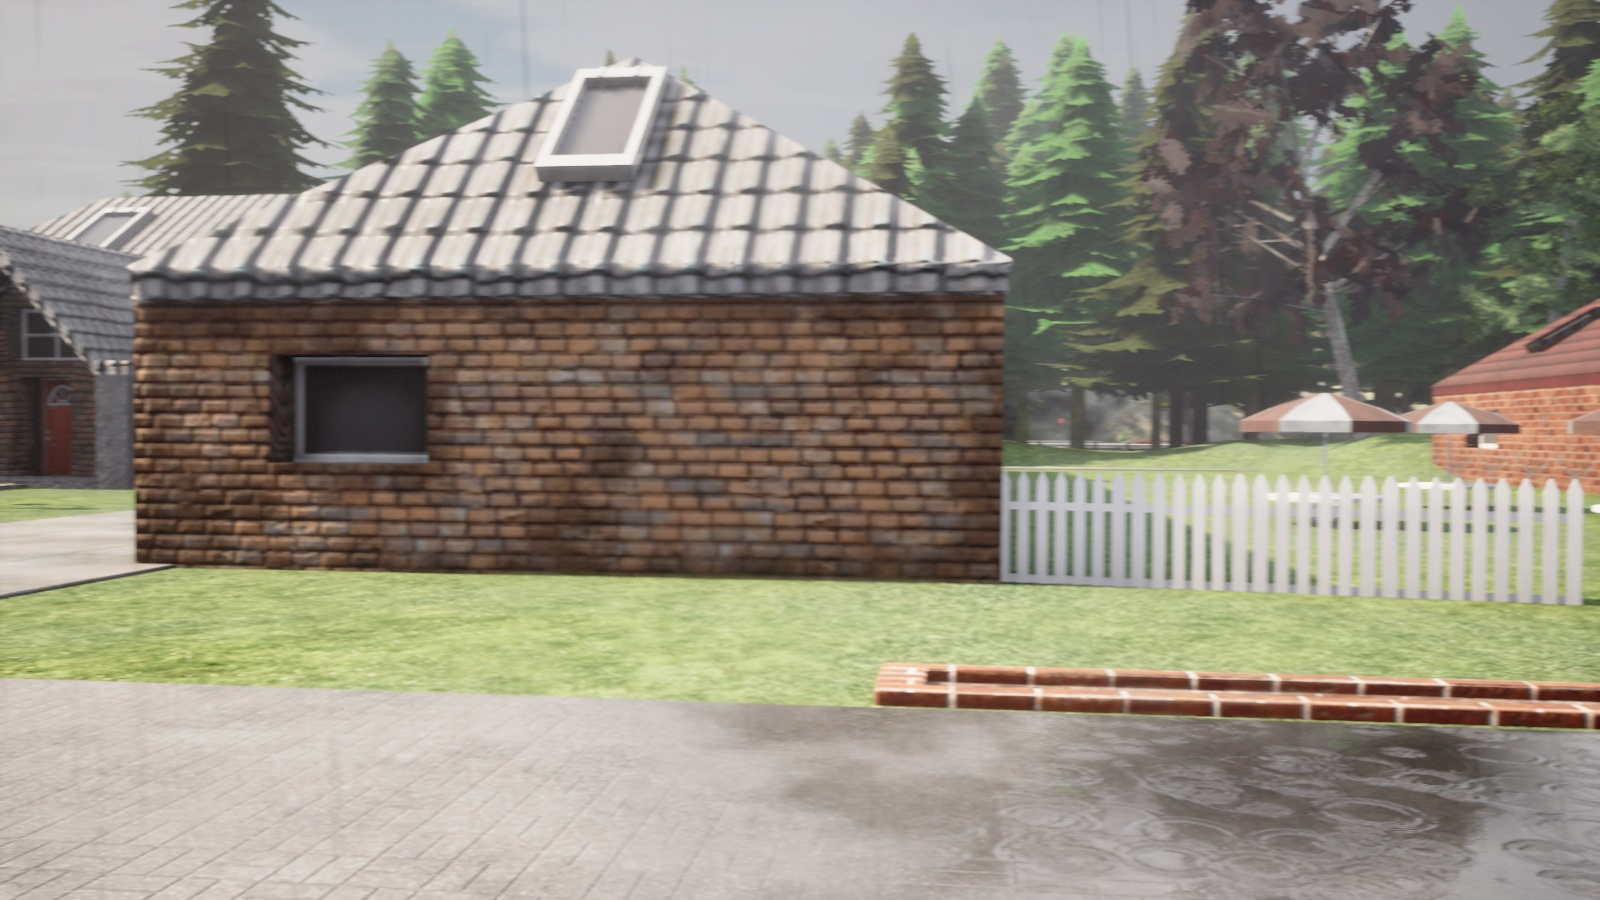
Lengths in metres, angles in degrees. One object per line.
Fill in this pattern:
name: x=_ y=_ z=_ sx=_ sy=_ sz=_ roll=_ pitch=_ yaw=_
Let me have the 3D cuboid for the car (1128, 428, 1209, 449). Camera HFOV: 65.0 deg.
car: x=23.447 y=-0.739 z=80.064 sx=4.718 sy=1.301 sz=1.895 roll=-1 pitch=1 yaw=7
